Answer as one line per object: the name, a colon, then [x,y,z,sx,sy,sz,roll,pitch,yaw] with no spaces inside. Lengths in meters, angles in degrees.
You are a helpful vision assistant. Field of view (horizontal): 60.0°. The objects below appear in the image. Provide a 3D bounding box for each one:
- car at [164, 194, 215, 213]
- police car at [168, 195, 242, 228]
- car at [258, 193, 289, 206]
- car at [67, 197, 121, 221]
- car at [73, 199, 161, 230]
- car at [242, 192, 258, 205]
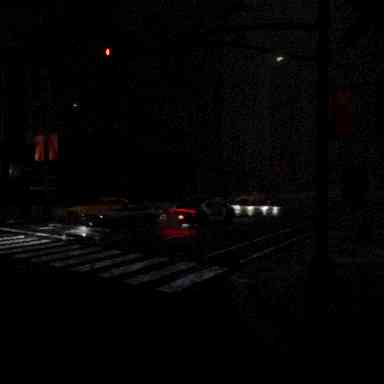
car: [-0.081,0.959,29.914,2.128,1.511,4.902,1,1,35]
police car: [0.780,1.151,19.581,2.038,1.542,4.974,1,1,35]
car: [9.575,0.880,38.110,1.994,1.385,4.181,1,1,35]
car: [-5.746,1.095,21.748,1.882,1.535,5.008,1,1,34]
car: [-3.908,1.267,18.670,1.895,1.301,4.718,1,1,34]
car: [7.376,0.756,40.638,1.882,1.535,5.008,1,1,35]
